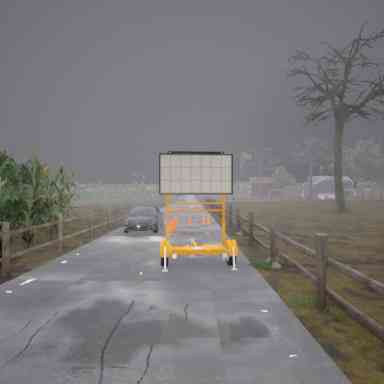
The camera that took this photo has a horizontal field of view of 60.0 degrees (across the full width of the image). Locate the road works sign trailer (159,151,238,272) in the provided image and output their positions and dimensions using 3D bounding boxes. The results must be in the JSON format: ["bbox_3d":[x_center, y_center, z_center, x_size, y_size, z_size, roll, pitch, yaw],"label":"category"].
[{"bbox_3d":[0.116,0.476,10.936,2.380,3.560,2.880,0,0,-5],"label":"road works sign trailer"}]

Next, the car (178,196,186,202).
[{"bbox_3d":[-2.713,1.825,90.648,2.097,1.767,4.553,0,0,0],"label":"car"}]

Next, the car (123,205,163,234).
[{"bbox_3d":[-2.743,1.539,19.518,1.837,1.490,4.892,0,0,0],"label":"car"}]
